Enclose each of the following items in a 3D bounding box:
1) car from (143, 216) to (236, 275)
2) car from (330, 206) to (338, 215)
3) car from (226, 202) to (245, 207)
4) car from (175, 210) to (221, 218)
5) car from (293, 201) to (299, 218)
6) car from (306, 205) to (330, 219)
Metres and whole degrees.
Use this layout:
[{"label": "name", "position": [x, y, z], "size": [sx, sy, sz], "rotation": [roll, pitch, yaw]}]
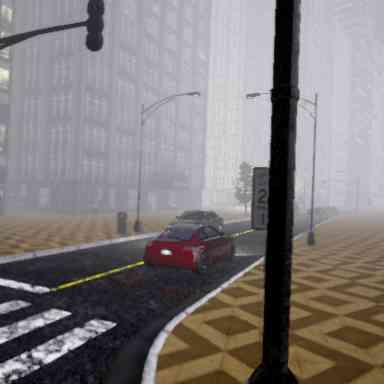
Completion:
[{"label": "car", "position": [0.091, 1.788, 11.567], "size": [1.994, 1.385, 4.181], "rotation": [2, -1, 25]}, {"label": "car", "position": [22.340, 2.917, 53.653], "size": [2.128, 1.511, 4.902], "rotation": [2, -1, 31]}, {"label": "car", "position": [12.511, 3.427, 91.902], "size": [4.313, 1.339, 1.947], "rotation": [0, -1, 40]}, {"label": "car", "position": [0.294, 1.805, 19.125], "size": [1.837, 1.490, 4.892], "rotation": [2, 0, 26]}, {"label": "car", "position": [11.769, 2.152, 41.301], "size": [2.150, 2.045, 5.566], "rotation": [2, -1, 29]}, {"label": "car", "position": [15.815, 2.593, 42.205], "size": [1.837, 1.490, 4.892], "rotation": [2, -1, 29]}]
